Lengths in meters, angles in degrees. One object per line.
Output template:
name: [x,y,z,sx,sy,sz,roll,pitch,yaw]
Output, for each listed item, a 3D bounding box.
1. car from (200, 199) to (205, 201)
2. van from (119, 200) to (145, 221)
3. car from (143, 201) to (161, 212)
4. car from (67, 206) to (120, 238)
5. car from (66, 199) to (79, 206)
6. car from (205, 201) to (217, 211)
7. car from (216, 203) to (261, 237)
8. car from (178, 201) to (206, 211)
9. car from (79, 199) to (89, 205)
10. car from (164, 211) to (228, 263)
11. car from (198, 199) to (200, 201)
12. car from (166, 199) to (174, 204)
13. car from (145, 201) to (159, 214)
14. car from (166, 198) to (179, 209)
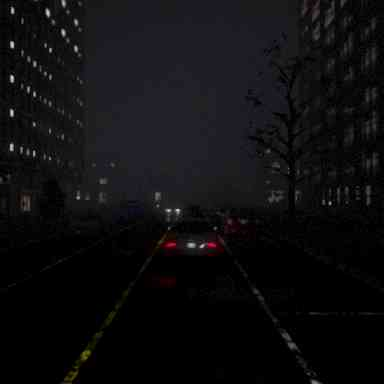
car: [2.688,2.090,53.430,2.008,1.369,4.403,0,-1,0]
van: [-5.689,1.653,30.681,1.690,1.788,3.998,0,-1,0]
car: [-5.692,2.034,47.755,2.008,1.369,4.403,0,-1,0]
car: [-5.689,1.721,19.125,1.752,1.417,4.829,0,-1,0]
car: [-25.419,2.089,65.838,4.403,1.369,2.008,0,-1,1]
car: [2.690,1.919,36.355,2.008,1.369,4.403,0,-1,0]
car: [2.692,1.637,19.281,1.967,1.590,4.097,0,-1,0]
car: [0.019,1.797,28.505,1.837,1.490,4.892,0,0,1]
car: [-25.459,2.192,74.219,4.829,1.417,1.752,0,-1,1]
car: [0.005,1.677,12.545,2.033,1.411,5.357,0,-1,1]
car: [2.685,2.430,85.818,1.947,1.339,4.313,0,-1,0]
car: [-5.695,2.447,85.831,1.802,1.307,4.206,0,-1,0]
car: [-5.690,1.866,42.064,1.967,1.590,4.097,0,-1,0]
car: [-3.029,2.082,55.160,1.812,1.442,4.674,0,-1,0]
